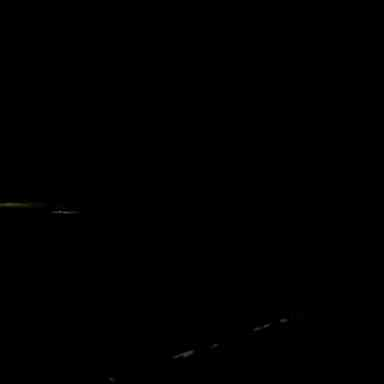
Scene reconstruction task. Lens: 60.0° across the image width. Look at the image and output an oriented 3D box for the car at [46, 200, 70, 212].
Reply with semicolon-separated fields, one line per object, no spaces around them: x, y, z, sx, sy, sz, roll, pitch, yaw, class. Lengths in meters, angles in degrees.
-17.769;1.775;44.025;1.837;1.490;4.892;0;0;-40;car
